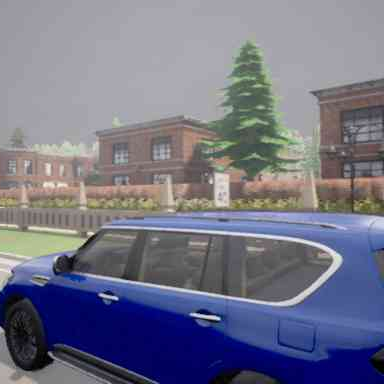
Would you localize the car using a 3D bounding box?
[{"bbox_3d":[-0.138,1.250,4.092,5.566,2.045,2.150,-1,0,36],"label":"car"}]
